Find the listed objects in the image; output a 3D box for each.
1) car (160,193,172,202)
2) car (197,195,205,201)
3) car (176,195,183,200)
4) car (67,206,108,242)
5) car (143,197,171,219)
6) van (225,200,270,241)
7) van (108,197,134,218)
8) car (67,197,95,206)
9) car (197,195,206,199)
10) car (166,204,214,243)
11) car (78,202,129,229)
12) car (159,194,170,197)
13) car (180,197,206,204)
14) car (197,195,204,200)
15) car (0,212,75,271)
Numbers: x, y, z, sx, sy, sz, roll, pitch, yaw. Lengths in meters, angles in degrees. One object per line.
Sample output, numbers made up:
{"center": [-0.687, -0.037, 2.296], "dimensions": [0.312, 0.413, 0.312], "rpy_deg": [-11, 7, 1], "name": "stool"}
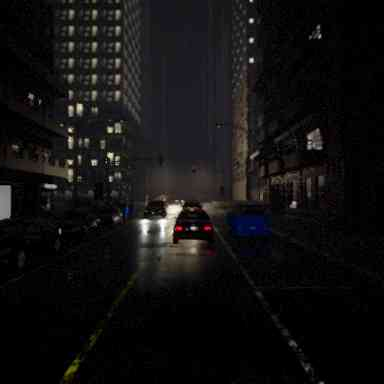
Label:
{"center": [-5.948, 1.293, 76.670], "dimensions": [2.192, 1.841, 5.009], "rpy_deg": [1, 0, 0], "name": "car"}
{"center": [2.386, 1.501, 88.088], "dimensions": [1.752, 1.417, 4.829], "rpy_deg": [1, 0, 0], "name": "car"}
{"center": [-3.328, 1.570, 90.547], "dimensions": [1.895, 1.301, 4.718], "rpy_deg": [0, 0, 0], "name": "car"}
{"center": [-5.699, 1.578, 16.373], "dimensions": [1.802, 1.307, 4.206], "rpy_deg": [1, 0, 0], "name": "car"}
{"center": [-3.143, 1.498, 29.427], "dimensions": [1.837, 1.490, 4.892], "rpy_deg": [0, 0, 0], "name": "car"}
{"center": [2.653, 1.337, 16.456], "dimensions": [1.690, 1.788, 3.998], "rpy_deg": [1, 0, 0], "name": "van"}
{"center": [-5.905, 1.333, 27.453], "dimensions": [1.690, 1.788, 3.998], "rpy_deg": [1, 0, 0], "name": "van"}
{"center": [-16.670, 1.483, 50.060], "dimensions": [4.097, 1.590, 1.967], "rpy_deg": [0, -1, 0], "name": "car"}
{"center": [2.426, 1.561, 76.763], "dimensions": [1.802, 1.307, 4.206], "rpy_deg": [1, 0, 0], "name": "car"}
{"center": [0.046, 1.543, 16.137], "dimensions": [2.033, 1.411, 5.357], "rpy_deg": [0, 0, 0], "name": "car"}
{"center": [-5.719, 1.560, 21.913], "dimensions": [1.947, 1.339, 4.313], "rpy_deg": [1, 0, 0], "name": "car"}
{"center": [-5.909, 1.421, 65.520], "dimensions": [1.967, 1.590, 4.097], "rpy_deg": [1, 0, 0], "name": "car"}
{"center": [-0.003, 1.496, 29.390], "dimensions": [1.837, 1.490, 4.892], "rpy_deg": [0, 0, 0], "name": "car"}
{"center": [2.365, 1.540, 93.495], "dimensions": [1.947, 1.339, 4.313], "rpy_deg": [1, 0, 0], "name": "car"}
{"center": [-5.678, 1.548, 10.832], "dimensions": [2.008, 1.369, 4.403], "rpy_deg": [1, 0, 0], "name": "car"}
